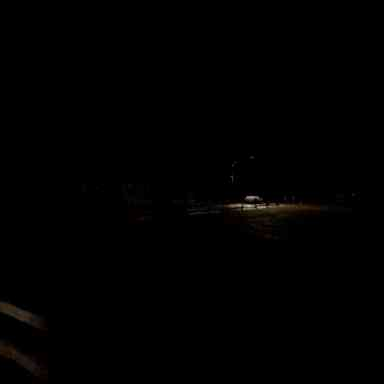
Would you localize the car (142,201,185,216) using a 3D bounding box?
[{"bbox_3d":[-2.453,1.487,31.457,1.895,1.301,4.718,2,1,35],"label":"car"}]

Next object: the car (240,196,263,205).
[{"bbox_3d":[9.559,1.329,53.064,2.033,1.411,5.357,2,1,35],"label":"car"}]
